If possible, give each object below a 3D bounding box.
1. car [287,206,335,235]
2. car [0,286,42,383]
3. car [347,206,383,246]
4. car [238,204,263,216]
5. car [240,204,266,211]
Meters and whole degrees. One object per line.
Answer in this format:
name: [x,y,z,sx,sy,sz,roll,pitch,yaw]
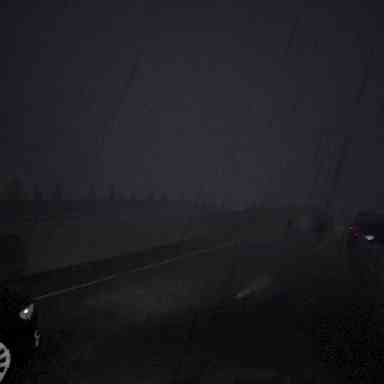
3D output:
car: [7.043,1.614,19.542,1.994,1.385,4.181,0,0,33]
car: [-3.778,1.479,2.767,2.128,1.511,4.902,0,0,33]
car: [8.077,1.575,14.687,1.812,1.442,4.674,0,0,33]
car: [8.544,2.587,47.907,1.812,1.442,4.674,0,-5,33]
car: [7.670,2.123,40.201,1.895,1.301,4.718,0,-4,33]
